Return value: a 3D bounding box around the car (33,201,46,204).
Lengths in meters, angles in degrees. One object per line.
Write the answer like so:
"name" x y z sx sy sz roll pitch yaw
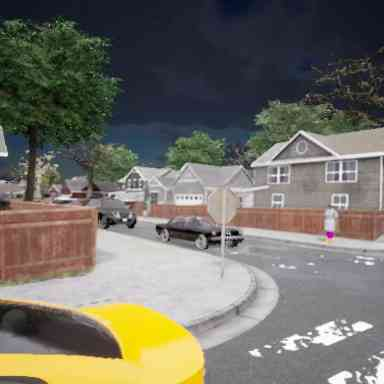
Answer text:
"car" -18.500 1.863 40.865 2.097 1.767 4.553 3 -2 -38

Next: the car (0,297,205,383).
"car" -2.183 1.470 1.632 5.008 1.535 1.882 1 0 -36

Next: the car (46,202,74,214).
"car" -17.749 2.138 44.553 2.128 1.511 4.902 3 -2 -39

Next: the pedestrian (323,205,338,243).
"pedestrian" 6.718 1.518 16.221 0.375 1.860 0.375 2 -1 -35

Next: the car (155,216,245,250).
"car" 0.230 1.774 15.249 1.895 1.301 4.718 3 -2 -35

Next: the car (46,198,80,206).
"car" -12.180 1.639 32.555 2.150 2.045 5.566 3 -2 -37

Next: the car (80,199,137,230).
"car" -5.990 1.528 24.108 2.150 2.045 5.566 3 -2 -36

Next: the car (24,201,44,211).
"car" -26.123 2.262 54.788 1.812 1.442 4.674 3 -2 -40
